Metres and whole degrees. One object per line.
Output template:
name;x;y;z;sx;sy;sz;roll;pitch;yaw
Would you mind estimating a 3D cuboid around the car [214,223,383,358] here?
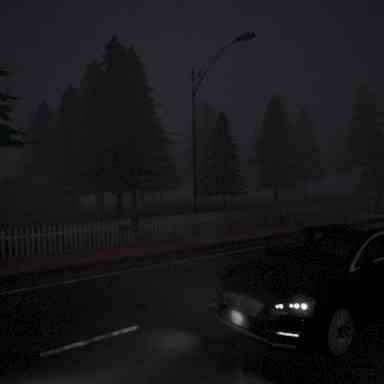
car;2.583;1.358;5.885;4.902;1.511;2.128;-2;1;-36
